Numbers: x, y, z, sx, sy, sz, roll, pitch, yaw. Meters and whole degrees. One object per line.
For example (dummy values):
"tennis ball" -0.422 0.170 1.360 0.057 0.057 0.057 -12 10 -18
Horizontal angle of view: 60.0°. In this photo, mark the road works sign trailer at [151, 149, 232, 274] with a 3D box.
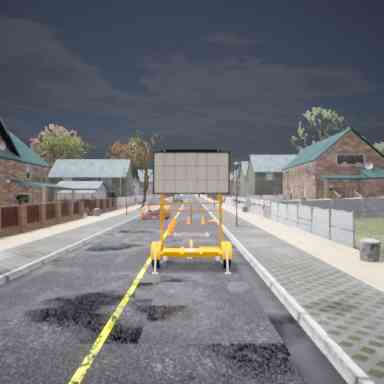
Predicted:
"road works sign trailer" -0.021 0.467 10.528 2.380 3.560 2.880 0 0 0

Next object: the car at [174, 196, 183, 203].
"car" -2.904 1.547 67.667 1.994 1.385 4.181 0 0 0

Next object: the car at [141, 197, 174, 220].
"car" -2.906 1.355 27.560 2.097 1.767 4.553 0 0 0
